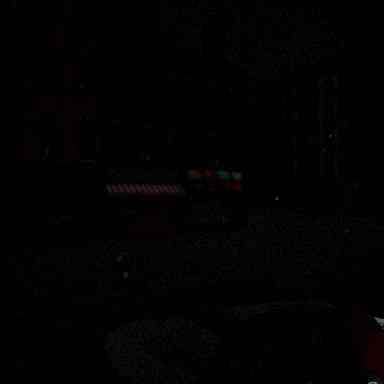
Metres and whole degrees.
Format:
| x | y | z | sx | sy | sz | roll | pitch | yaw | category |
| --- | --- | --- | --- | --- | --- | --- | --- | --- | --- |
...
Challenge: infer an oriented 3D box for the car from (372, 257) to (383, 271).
| x | y | z | sx | sy | sz | roll | pitch | yaw | category |
| --- | --- | --- | --- | --- | --- | --- | --- | --- | --- |
| 4.598 | 1.568 | 6.094 | 4.313 | 1.339 | 1.947 | 0 | 0 | -36 | car |

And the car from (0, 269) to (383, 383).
| x | y | z | sx | sy | sz | roll | pitch | yaw | category |
| --- | --- | --- | --- | --- | --- | --- | --- | --- | --- |
| 0.160 | 1.582 | 2.927 | 4.206 | 1.307 | 1.802 | 0 | 0 | -36 | car |
